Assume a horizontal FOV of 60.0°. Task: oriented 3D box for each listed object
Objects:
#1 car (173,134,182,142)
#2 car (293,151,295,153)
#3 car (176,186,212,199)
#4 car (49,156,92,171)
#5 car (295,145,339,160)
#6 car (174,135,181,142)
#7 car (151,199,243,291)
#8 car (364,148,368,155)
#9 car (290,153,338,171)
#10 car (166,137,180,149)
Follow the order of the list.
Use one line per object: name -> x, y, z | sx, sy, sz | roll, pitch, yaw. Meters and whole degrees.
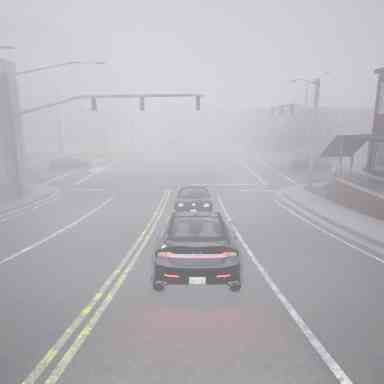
car -> -3.475, -12.837, 79.043 | 1.837, 1.490, 4.892 | 0, 12, 0
car -> 15.983, -5.490, 44.959 | 4.553, 1.767, 2.097 | 0, 12, 0
car -> 0.090, 0.327, 18.077 | 1.895, 1.301, 4.718 | 0, 8, 0
car -> -12.711, -3.039, 34.811 | 4.181, 1.385, 1.994 | -1, 12, -3
car -> 15.816, -4.738, 41.541 | 4.553, 1.767, 2.097 | 0, 12, 0
car -> -3.478, -10.621, 69.212 | 1.994, 1.385, 4.181 | 0, 12, 0
car -> 0.102, 1.221, 8.372 | 2.128, 1.511, 4.902 | 0, 4, 0
car -> 26.309, -5.610, 44.895 | 5.566, 2.045, 2.150 | 0, 12, 0
car -> 12.379, -2.987, 34.569 | 4.181, 1.385, 1.994 | 0, 12, 0
car -> -3.551, -8.508, 59.389 | 1.837, 1.490, 4.892 | 0, 12, 0
